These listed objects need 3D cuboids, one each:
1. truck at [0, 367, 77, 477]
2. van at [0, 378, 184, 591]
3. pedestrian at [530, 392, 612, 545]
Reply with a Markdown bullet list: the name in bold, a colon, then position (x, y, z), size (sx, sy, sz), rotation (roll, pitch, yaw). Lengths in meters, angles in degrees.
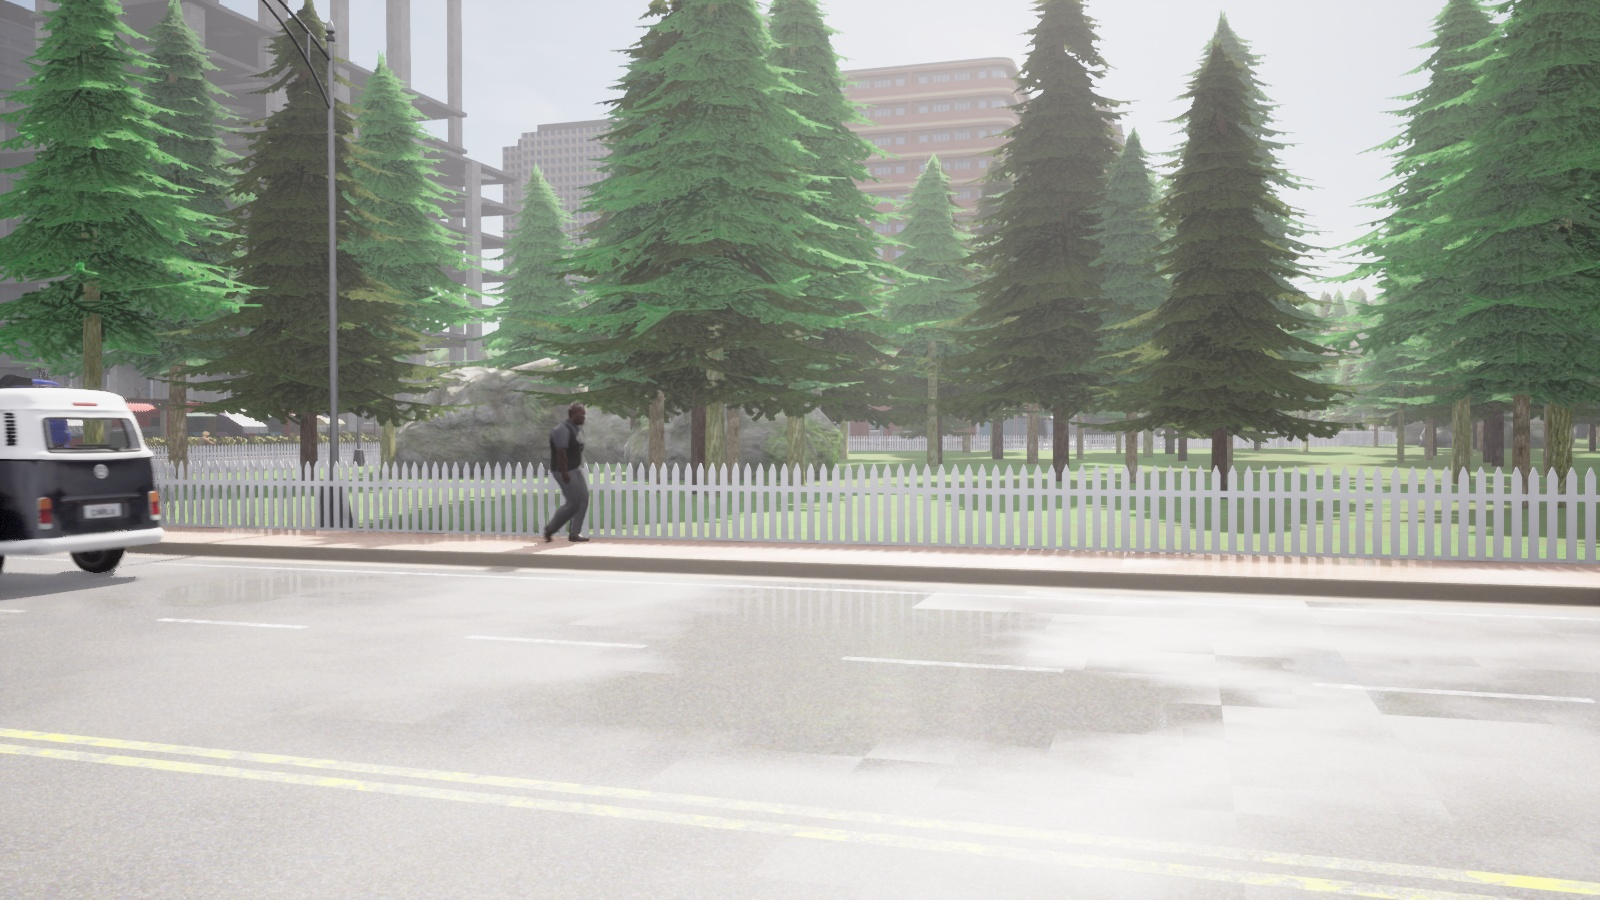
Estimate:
- **truck**: position (-27.093, -0.886, 39.231), size (2.891, 3.462, 7.936), rotation (0, 1, 17)
- **van**: position (-9.307, 0.296, 13.707), size (4.480, 2.038, 2.069), rotation (1, 1, 19)
- **pedestrian**: position (-2.878, 0.221, 15.826), size (0.849, 1.883, 0.563), rotation (1, 1, 18)
